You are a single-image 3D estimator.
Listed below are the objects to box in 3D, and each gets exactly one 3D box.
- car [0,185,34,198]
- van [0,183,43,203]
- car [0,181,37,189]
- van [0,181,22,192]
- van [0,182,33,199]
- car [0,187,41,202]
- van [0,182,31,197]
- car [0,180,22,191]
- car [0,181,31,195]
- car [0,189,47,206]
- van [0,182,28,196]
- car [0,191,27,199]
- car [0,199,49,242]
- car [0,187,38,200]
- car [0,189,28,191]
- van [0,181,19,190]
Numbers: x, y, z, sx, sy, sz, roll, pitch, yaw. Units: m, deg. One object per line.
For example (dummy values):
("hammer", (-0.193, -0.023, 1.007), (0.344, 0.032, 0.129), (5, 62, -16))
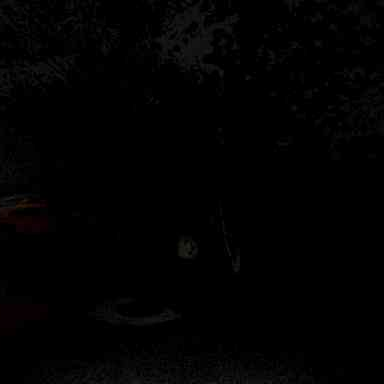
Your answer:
("car", (-23.646, -0.066, 43.834), (5.008, 1.535, 2.097), (1, 1, -30))
("van", (-18.018, 0.121, 34.441), (4.442, 1.987, 1.878), (1, 2, -30))
("car", (-15.236, 0.334, 29.511), (5.566, 2.045, 2.435), (1, 2, -30))
("van", (-34.792, -1.048, 63.110), (4.442, 1.987, 1.878), (1, 1, -30))
("van", (-22.331, -0.196, 41.368), (4.442, 1.987, 1.878), (1, 2, -31))
("car", (-19.500, 0.263, 36.793), (4.792, 1.488, 2.163), (1, 2, -30))
("van", (-24.941, -0.384, 46.275), (4.442, 1.987, 1.878), (1, 1, -30))
("car", (-39.111, -1.359, 70.205), (5.566, 2.045, 2.435), (1, 1, -30))
("car", (-27.861, -0.600, 50.980), (5.566, 2.045, 2.435), (1, 1, -30))
("car", (-16.692, 0.495, 31.879), (4.792, 1.488, 2.163), (1, 2, -30))
("van", (-26.541, -0.482, 48.546), (4.442, 1.987, 1.878), (1, 1, -30))
("car", (-8.314, 1.046, 17.680), (4.553, 1.767, 2.185), (1, 2, -30))
("car", (-6.952, 1.289, 15.275), (5.008, 1.535, 2.097), (1, 2, -30))
("car", (-20.832, 0.161, 39.070), (4.792, 1.488, 2.163), (1, 2, -30))
("car", (-12.635, 0.815, 24.633), (5.366, 1.575, 1.946), (1, 2, -30))
("van", (-40.385, -1.425, 72.669), (4.442, 1.987, 1.878), (1, 1, -30))
